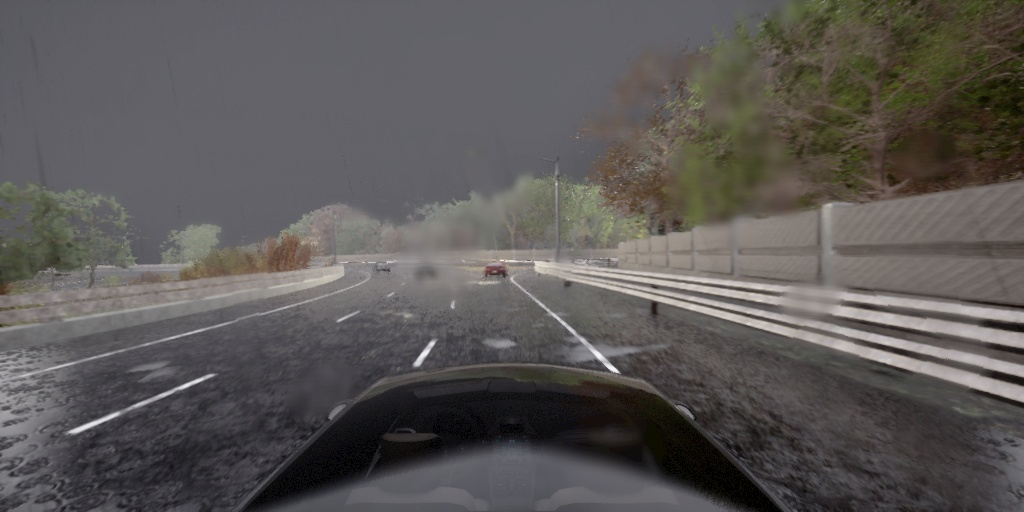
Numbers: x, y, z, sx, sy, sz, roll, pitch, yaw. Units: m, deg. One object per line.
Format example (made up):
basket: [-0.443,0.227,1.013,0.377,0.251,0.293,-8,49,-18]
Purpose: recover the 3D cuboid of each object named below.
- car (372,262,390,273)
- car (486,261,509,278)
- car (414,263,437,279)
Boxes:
car: [-18.666,1.618,51.109,2.033,1.411,5.357,-1,0,-28]
car: [-1.377,1.249,34.938,1.882,1.535,5.008,-2,0,4]
car: [-8.307,1.397,34.567,1.837,1.490,4.892,0,0,-17]
